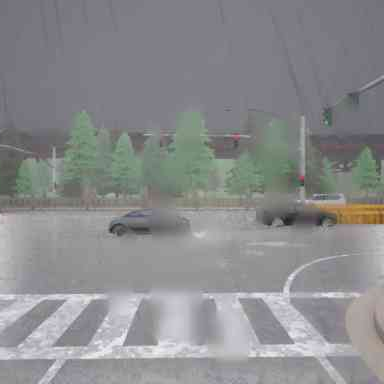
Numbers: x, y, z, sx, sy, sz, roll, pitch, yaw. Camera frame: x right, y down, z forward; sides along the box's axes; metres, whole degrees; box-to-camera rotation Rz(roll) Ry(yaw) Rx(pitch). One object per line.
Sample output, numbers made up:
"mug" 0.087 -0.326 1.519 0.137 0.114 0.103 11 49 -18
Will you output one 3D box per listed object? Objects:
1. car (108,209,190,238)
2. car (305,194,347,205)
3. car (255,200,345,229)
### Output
"car" -2.168 1.564 17.215 4.181 1.385 1.994 0 0 -2
"car" 13.548 1.221 35.398 5.566 2.045 2.150 0 0 -2
"car" 6.540 1.477 20.979 5.008 1.535 1.882 0 0 -2
